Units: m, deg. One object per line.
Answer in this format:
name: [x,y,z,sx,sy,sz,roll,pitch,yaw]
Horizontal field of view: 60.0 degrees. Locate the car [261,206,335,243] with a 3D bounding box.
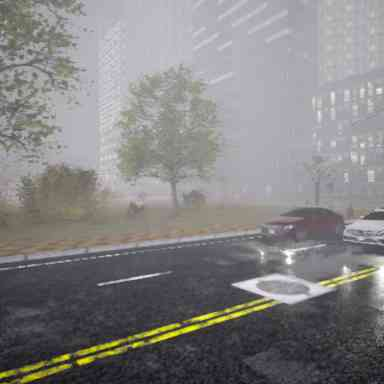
car: [5.269,1.398,15.419,4.674,1.442,1.812,0,0,-35]

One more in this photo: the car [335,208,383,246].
car: [7.995,1.389,13.369,4.674,1.442,1.812,0,0,-35]
